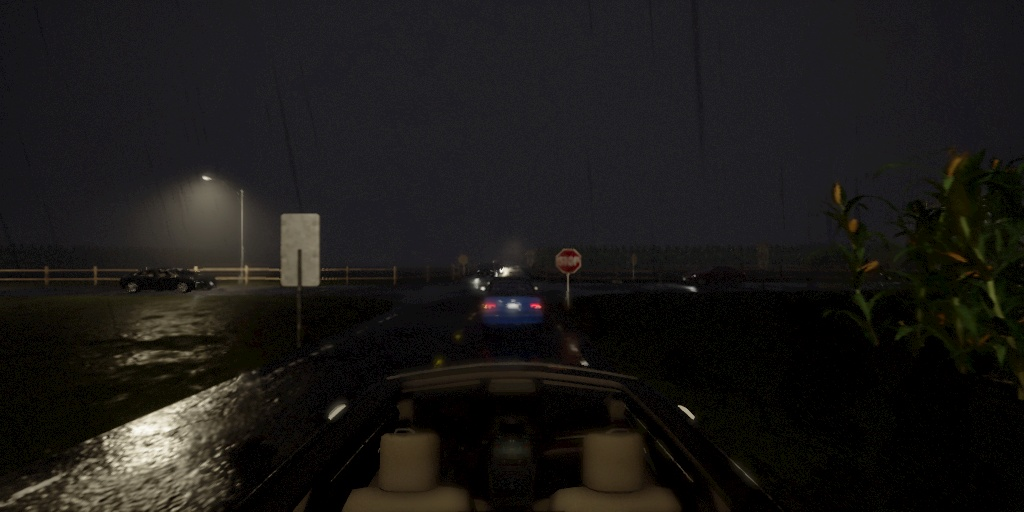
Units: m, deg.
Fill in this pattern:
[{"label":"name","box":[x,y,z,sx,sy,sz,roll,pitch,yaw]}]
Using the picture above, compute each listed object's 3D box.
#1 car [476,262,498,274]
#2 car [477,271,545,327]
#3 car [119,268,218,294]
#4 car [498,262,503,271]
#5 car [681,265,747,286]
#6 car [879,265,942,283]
[{"label":"car","box":[-2.826,1.514,39.298,1.882,1.535,5.008,0,0,-1]},{"label":"car","box":[-0.050,1.377,11.823,2.033,1.411,5.357,0,0,-2]},{"label":"car","box":[-20.534,1.456,21.582,4.892,1.490,1.837,0,0,-1]},{"label":"car","box":[-2.848,1.709,54.373,1.994,1.385,4.181,0,0,1]},{"label":"car","box":[15.140,1.435,26.961,4.674,1.442,1.812,0,0,-7]},{"label":"car","box":[33.130,1.453,29.295,5.357,1.411,2.033,0,0,-8]}]
